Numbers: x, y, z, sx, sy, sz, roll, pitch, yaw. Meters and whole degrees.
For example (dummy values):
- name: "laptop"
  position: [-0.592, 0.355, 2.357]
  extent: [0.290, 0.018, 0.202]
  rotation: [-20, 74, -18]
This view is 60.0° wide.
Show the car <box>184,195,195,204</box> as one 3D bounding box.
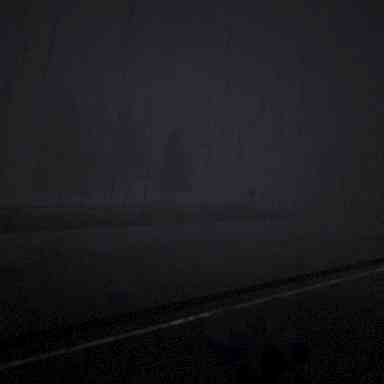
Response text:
- name: "car"
  position: [-1.881, 1.994, 78.543]
  extent: [1.812, 1.442, 4.674]
  rotation: [1, 0, -35]

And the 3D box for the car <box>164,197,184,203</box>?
- name: "car"
  position: [-4.754, 1.955, 76.545]
  extent: [2.128, 1.511, 4.902]
  rotation: [1, 0, -35]

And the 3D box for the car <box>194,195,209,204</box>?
- name: "car"
  position: [1.013, 1.734, 80.518]
  extent: [2.150, 2.045, 5.566]
  rotation: [1, 0, -35]

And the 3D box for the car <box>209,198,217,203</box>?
- name: "car"
  position: [3.867, 2.087, 82.538]
  extent: [2.033, 1.411, 5.357]
  rotation: [1, 0, -35]
